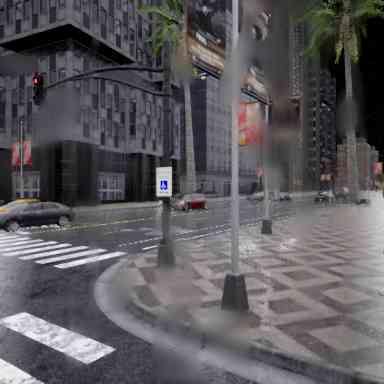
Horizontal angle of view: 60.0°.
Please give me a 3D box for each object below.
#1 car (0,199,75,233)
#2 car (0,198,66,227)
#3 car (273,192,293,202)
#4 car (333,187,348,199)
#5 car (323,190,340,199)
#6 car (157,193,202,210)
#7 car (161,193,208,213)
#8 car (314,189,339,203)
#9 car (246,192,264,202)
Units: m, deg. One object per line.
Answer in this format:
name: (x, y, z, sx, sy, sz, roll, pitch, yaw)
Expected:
car: (-8.884, 1.294, 18.408, 1.837, 1.490, 4.892, 0, 1, 35)
car: (-10.929, 1.240, 21.410, 1.882, 1.535, 5.008, 0, 1, 38)
car: (13.343, 0.683, 49.613, 2.033, 1.411, 5.357, 0, 1, 36)
car: (23.672, 0.232, 52.772, 2.150, 2.045, 5.566, 0, 1, 36)
car: (25.759, 0.353, 61.331, 1.882, 1.535, 5.008, 0, 1, 36)
car: (-1.230, 0.963, 34.833, 2.128, 1.511, 4.902, 0, 1, 35)
car: (-0.418, 0.884, 30.351, 2.097, 1.767, 4.553, 0, 1, 35)
car: (17.810, 0.677, 44.492, 1.837, 1.490, 4.892, 0, 1, 35)
car: (9.968, 0.676, 50.490, 1.812, 1.442, 4.674, 0, 1, 36)
